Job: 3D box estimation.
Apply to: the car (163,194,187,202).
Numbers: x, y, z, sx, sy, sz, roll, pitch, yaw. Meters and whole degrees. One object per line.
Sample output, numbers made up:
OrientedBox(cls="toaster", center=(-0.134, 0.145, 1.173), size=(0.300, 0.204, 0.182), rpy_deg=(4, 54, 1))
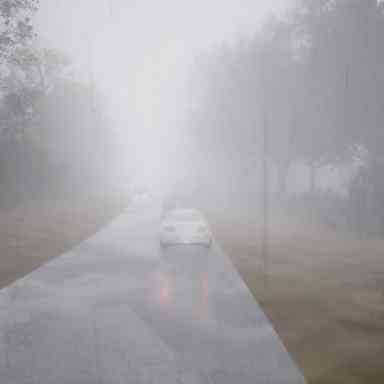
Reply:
OrientedBox(cls="car", center=(-1.421, 0.878, 28.116), size=(1.994, 1.385, 4.181), rpy_deg=(1, 3, -6))

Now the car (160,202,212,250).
OrientedBox(cls="car", center=(-0.283, 1.347, 13.282), size=(1.812, 1.442, 4.674), rpy_deg=(0, 1, -3))

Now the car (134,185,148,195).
OrientedBox(cls="car", center=(-7.811, -0.371, 50.897), size=(2.033, 1.411, 5.357), rpy_deg=(1, 3, -11))
